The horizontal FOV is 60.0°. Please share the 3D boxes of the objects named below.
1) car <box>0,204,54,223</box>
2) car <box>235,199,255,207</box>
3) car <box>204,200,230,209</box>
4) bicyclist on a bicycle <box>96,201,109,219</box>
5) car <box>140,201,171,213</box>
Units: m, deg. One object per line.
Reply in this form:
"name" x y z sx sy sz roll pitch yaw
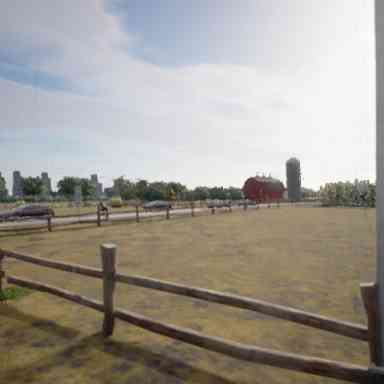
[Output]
"car" -15.049 1.926 30.241 1.837 1.490 4.892 -3 -2 35
"car" 9.740 2.003 60.175 1.895 1.301 4.718 -3 -2 35
"car" 4.015 1.900 52.040 2.033 1.411 5.357 -3 -2 36
"bicyclist on a bicycle" -8.034 1.677 29.793 1.656 1.620 0.582 -1 -1 35
"car" -4.840 1.924 44.586 1.882 1.535 5.008 -3 -2 35
